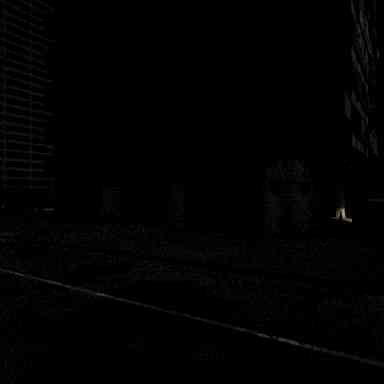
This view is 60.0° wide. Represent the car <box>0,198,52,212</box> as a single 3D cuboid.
[{"bbox_3d":[-19.790,1.492,39.438,2.128,1.511,4.902,0,0,33],"label":"car"}]

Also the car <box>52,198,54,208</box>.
[{"bbox_3d":[-18.256,1.221,48.166,2.150,2.045,5.566,0,0,33],"label":"car"}]
